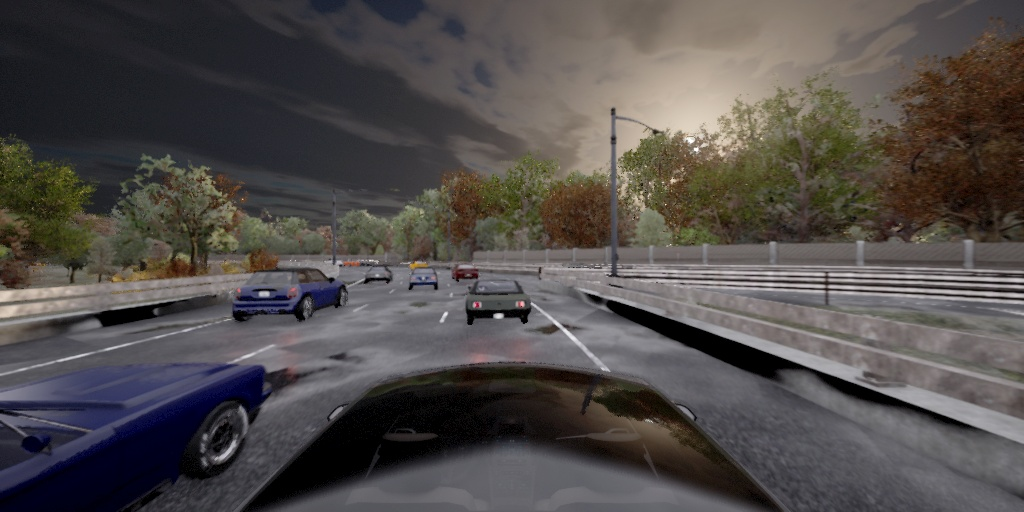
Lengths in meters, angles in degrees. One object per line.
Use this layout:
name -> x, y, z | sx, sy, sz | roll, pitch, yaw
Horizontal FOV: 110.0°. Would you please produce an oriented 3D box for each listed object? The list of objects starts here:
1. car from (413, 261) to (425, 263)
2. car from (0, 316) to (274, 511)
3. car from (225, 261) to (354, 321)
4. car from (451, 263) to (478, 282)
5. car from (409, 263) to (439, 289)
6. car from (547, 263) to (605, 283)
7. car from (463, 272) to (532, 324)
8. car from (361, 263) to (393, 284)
car -> -14.823, 1.530, 56.778 | 1.882, 1.535, 5.008 | 0, 0, -29
car -> -3.549, 1.367, 1.794 | 1.895, 1.301, 4.718 | 0, 0, 0
car -> -7.713, 1.189, 12.986 | 2.097, 1.767, 4.553 | 0, 0, -5
car -> -4.148, 1.383, 31.255 | 1.882, 1.535, 5.008 | 0, 0, -15
car -> -5.959, 1.430, 24.354 | 2.033, 1.411, 5.357 | 0, 0, -13
car -> 4.876, 1.320, 28.230 | 1.882, 1.535, 5.008 | -1, 0, -42
car -> -0.571, 1.403, 12.258 | 1.895, 1.301, 4.718 | 0, 0, -5
car -> -11.023, 1.494, 29.848 | 1.994, 1.385, 4.181 | 0, 0, -16
